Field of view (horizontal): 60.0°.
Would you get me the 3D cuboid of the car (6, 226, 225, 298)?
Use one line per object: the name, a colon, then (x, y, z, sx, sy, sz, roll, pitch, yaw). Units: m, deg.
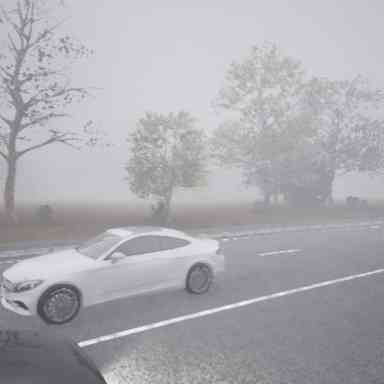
car: (-1.390, 1.502, 7.130, 4.674, 1.442, 1.812, 0, 0, -34)

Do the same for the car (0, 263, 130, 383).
car: (-2.507, 1.556, 1.838, 4.181, 1.385, 1.994, 0, 0, -36)
